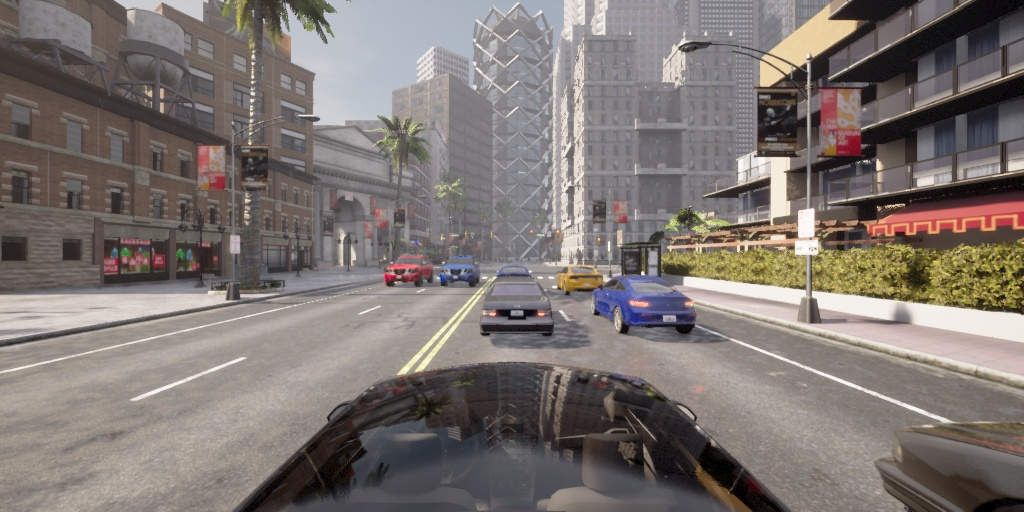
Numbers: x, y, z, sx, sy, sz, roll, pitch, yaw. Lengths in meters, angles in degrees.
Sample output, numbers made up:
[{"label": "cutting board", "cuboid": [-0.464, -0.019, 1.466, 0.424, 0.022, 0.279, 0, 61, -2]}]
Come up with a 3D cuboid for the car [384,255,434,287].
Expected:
[{"label": "car", "cuboid": [-6.985, 0.968, 24.954, 2.150, 2.045, 5.566, 0, 0, 0]}]

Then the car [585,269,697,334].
[{"label": "car", "cuboid": [3.620, 1.276, 10.549, 1.812, 1.442, 4.674, 0, 0, 0]}]

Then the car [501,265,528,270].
[{"label": "car", "cuboid": [0.116, 1.228, 20.161, 1.882, 1.535, 5.008, 0, 0, 0]}]

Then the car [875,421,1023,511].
[{"label": "car", "cuboid": [3.665, 1.297, 0.147, 2.033, 1.411, 5.357, 0, 0, -1]}]

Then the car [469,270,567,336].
[{"label": "car", "cuboid": [0.108, 1.297, 10.375, 2.033, 1.411, 5.357, 0, 0, 0]}]

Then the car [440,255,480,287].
[{"label": "car", "cuboid": [-3.486, 0.971, 24.860, 2.150, 2.045, 5.566, 0, 0, 0]}]

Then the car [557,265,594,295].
[{"label": "car", "cuboid": [3.615, 1.228, 19.661, 1.882, 1.535, 5.008, 0, 0, 0]}]
